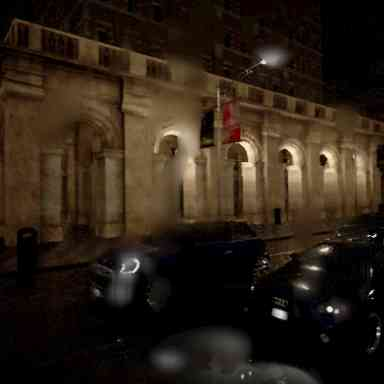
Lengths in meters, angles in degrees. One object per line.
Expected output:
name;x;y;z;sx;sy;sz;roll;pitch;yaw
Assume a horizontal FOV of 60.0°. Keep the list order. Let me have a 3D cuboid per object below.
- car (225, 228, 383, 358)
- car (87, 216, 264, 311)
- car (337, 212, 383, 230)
car;2.893;1.631;6.157;4.181;1.385;1.994;0;-1;-37
car;-0.176;1.485;8.232;4.553;1.767;2.097;0;-1;-37
car;8.084;1.639;14.435;4.892;1.490;1.837;0;-1;-37
